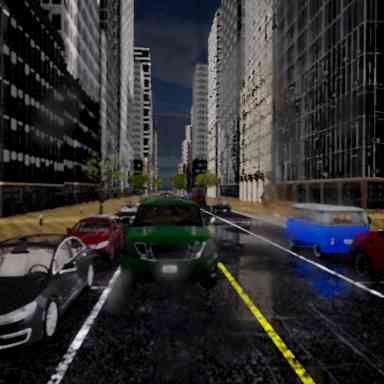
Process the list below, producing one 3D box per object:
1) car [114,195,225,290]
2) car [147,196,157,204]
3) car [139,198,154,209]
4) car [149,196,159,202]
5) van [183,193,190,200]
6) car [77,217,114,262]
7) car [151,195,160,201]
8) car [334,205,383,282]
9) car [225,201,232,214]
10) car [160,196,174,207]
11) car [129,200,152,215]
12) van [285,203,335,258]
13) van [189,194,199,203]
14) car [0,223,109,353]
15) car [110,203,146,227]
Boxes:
[{"bbox_3d":[-0.662,1.218,9.515,2.150,2.045,5.566,0,0,-4],"label":"car"},{"bbox_3d":[-7.521,1.487,62.722,1.752,1.417,4.829,0,0,-5],"label":"car"},{"bbox_3d":[-6.177,1.552,45.894,1.802,1.307,4.206,0,0,-5],"label":"car"},{"bbox_3d":[-8.441,1.521,74.222,1.947,1.339,4.313,0,0,-5],"label":"car"},{"bbox_3d":[-1.446,1.316,91.886,1.690,1.788,3.998,0,0,-5],"label":"van"},{"bbox_3d":[-3.461,1.568,11.901,1.802,1.307,4.206,0,0,-5],"label":"car"},{"bbox_3d":[-9.346,1.498,85.554,2.008,1.369,4.403,0,0,-5],"label":"car"},{"bbox_3d":[5.344,1.334,6.902,2.192,1.841,5.009,0,0,-5],"label":"car"},{"bbox_3d":[3.082,1.558,35.230,2.008,1.369,4.403,0,0,-5],"label":"car"},{"bbox_3d":[-4.069,1.468,53.380,2.128,1.511,4.902,0,0,-5],"label":"car"},{"bbox_3d":[-5.272,1.526,34.563,2.008,1.369,4.403,0,0,-5],"label":"car"},{"bbox_3d":[4.891,1.358,12.568,1.690,1.788,3.998,0,0,-5],"label":"van"},{"bbox_3d":[0.365,1.331,69.224,1.690,1.788,3.998,0,0,-5],"label":"van"},{"bbox_3d":[-3.009,1.539,6.235,2.008,1.369,4.403,0,0,-5],"label":"car"},{"bbox_3d":[-4.367,1.531,23.232,2.008,1.369,4.403,0,0,-5],"label":"car"}]
